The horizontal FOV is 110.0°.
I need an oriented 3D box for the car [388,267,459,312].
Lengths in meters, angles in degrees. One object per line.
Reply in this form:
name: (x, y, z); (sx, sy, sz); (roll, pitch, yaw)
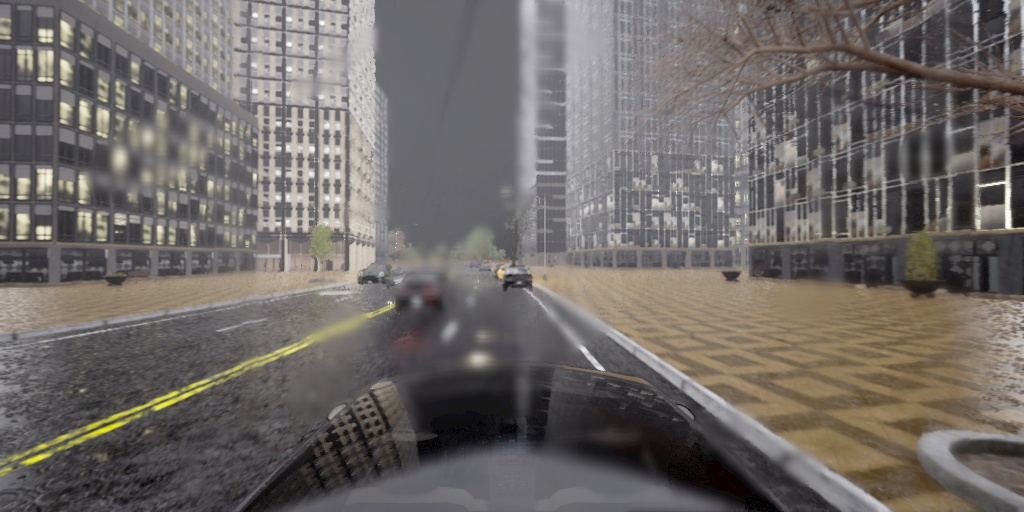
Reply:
car: (-3.448, 1.399, 15.119); (1.837, 1.490, 4.892); (0, -1, -2)

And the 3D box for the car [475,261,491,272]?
car: (-4.430, 1.907, 59.113); (2.033, 1.411, 5.357); (0, -1, -9)

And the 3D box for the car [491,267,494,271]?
car: (-1.034, 1.653, 40.008); (1.837, 1.490, 4.892); (0, -1, -6)

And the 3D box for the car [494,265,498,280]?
car: (-0.468, 1.542, 34.132); (1.801, 1.575, 5.366); (0, -1, -5)

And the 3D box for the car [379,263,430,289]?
car: (-7.422, 1.499, 25.302); (2.128, 1.511, 4.902); (0, -1, -4)

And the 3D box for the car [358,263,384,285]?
car: (-10.976, 1.411, 29.467); (2.097, 1.767, 4.553); (0, -1, -4)

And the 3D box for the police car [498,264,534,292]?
police car: (0.294, 1.403, 23.922); (1.930, 1.638, 5.238); (0, -1, -3)
